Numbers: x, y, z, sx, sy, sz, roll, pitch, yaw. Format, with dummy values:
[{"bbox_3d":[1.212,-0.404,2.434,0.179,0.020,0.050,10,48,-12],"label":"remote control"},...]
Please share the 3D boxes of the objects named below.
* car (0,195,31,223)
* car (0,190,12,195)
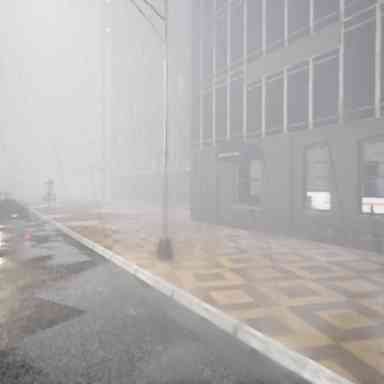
[{"bbox_3d":[-11.346,1.141,21.027,1.812,1.442,4.674,0,1,-31],"label":"car"},{"bbox_3d":[-20.259,0.696,35.661,2.097,1.767,4.553,0,1,-31],"label":"car"}]
